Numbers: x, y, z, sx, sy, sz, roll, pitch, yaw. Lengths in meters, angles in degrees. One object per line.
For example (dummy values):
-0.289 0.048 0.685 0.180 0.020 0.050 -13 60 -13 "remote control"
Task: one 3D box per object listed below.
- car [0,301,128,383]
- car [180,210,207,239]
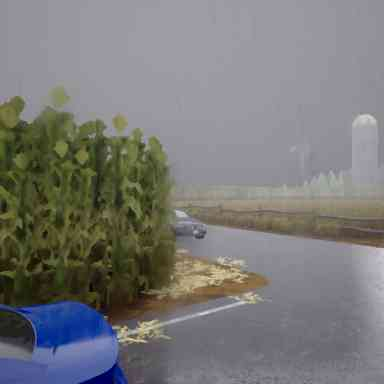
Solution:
-2.817 1.478 1.678 5.008 1.535 1.882 0 0 -34 "car"
-1.175 1.526 16.674 1.812 1.442 4.674 0 0 -35 "car"
